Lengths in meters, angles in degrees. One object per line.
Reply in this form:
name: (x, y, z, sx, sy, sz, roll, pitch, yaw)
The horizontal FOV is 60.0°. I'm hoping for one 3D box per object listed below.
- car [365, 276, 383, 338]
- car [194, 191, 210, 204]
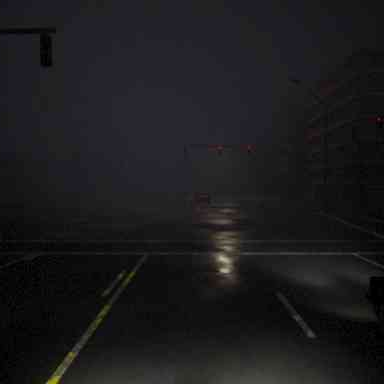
car: (3.661, 1.555, 3.136, 1.895, 1.301, 4.718, 0, 1, 0)
car: (1.321, 0.669, 42.253, 2.128, 1.511, 4.902, 0, 2, 1)
